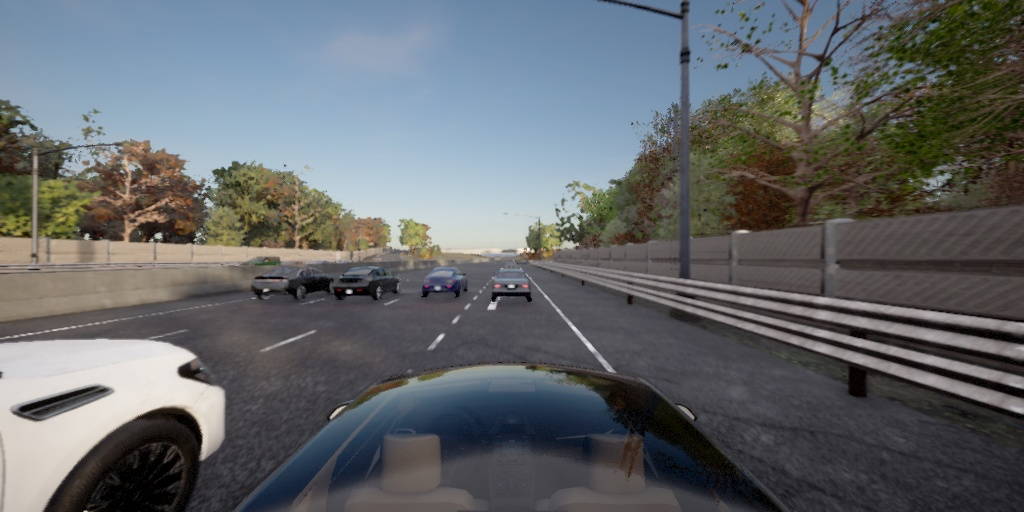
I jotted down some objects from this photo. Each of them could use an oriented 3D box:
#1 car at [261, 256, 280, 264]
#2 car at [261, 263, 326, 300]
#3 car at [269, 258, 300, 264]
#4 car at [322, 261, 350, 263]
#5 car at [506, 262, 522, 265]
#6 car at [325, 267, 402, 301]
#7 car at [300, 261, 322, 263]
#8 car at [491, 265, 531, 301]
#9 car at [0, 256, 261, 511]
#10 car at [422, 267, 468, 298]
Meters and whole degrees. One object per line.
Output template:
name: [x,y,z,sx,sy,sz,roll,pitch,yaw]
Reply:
car: [-31.626,1.041,45.421,2.150,2.045,5.566,0,0,1]
car: [-10.430,1.260,17.629,2.128,1.511,4.902,0,0,0]
car: [-28.134,1.308,45.884,1.882,1.535,5.008,0,0,0]
car: [-21.149,1.364,44.444,1.812,1.442,4.674,0,0,0]
car: [-0.089,1.448,48.260,2.033,1.411,5.357,0,0,0]
car: [-6.932,1.281,17.673,1.837,1.490,4.892,0,0,0]
car: [-24.635,1.364,46.021,1.812,1.442,4.674,0,0,0]
car: [-0.030,1.338,17.609,2.033,1.411,5.357,0,0,0]
car: [-3.410,0.962,0.539,2.150,2.045,5.566,0,0,-1]
car: [-3.433,1.312,18.844,1.812,1.442,4.674,0,0,0]
